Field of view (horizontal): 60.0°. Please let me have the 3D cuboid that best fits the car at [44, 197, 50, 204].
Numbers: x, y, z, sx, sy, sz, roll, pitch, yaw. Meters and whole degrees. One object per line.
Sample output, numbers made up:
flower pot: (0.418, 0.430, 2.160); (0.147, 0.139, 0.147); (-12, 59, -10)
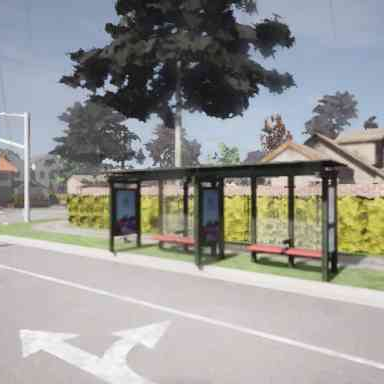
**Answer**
car: (-24.847, 1.278, 54.043); (3.806, 1.475, 1.970); (0, 0, 36)
